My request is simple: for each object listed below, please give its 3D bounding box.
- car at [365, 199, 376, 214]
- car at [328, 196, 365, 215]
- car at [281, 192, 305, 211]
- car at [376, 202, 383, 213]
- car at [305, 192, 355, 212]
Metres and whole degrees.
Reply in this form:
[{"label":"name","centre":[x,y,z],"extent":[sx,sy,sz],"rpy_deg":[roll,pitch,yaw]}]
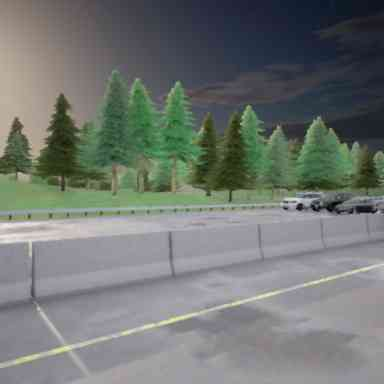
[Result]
[{"label":"car","centre":[17.042,1.365,27.900],"extent":[4.892,1.490,1.837],"rpy_deg":[0,0,-30]},{"label":"car","centre":[15.298,1.357,30.934],"extent":[4.892,1.490,1.837],"rpy_deg":[0,0,-30]},{"label":"car","centre":[12.575,1.058,37.452],"extent":[5.566,2.045,2.150],"rpy_deg":[0,0,-30]},{"label":"car","centre":[7.598,1.171,9.090],"extent":[5.566,2.045,2.150],"rpy_deg":[0,0,-35]},{"label":"car","centre":[14.896,1.062,34.755],"extent":[5.566,2.045,2.150],"rpy_deg":[0,0,-30]}]
